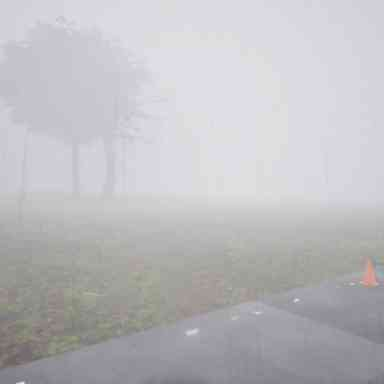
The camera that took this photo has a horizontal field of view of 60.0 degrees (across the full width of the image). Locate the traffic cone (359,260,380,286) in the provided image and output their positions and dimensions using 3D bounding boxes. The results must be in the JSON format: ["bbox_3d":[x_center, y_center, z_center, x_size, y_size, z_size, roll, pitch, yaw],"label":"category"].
[{"bbox_3d":[4.365,1.964,8.188,0.340,0.580,0.340,0,0,-36],"label":"traffic cone"}]
